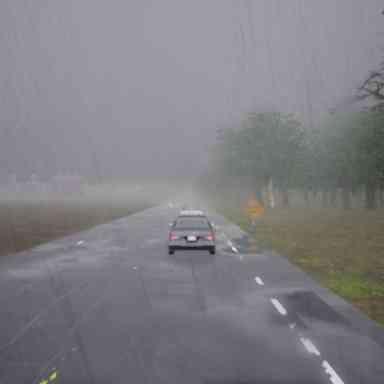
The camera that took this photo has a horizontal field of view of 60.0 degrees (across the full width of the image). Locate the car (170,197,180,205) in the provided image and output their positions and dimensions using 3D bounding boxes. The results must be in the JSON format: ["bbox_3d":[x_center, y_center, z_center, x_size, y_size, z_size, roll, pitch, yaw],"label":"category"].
[{"bbox_3d":[-3.527,1.898,70.980,1.882,1.535,5.008,0,0,0],"label":"car"}]

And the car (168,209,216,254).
[{"bbox_3d":[-0.004,1.662,13.975,2.033,1.411,5.357,0,0,0],"label":"car"}]

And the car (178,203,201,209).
[{"bbox_3d":[-0.009,1.821,29.100,1.895,1.301,4.718,0,0,0],"label":"car"}]

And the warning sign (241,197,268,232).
[{"bbox_3d":[3.568,1.269,19.177,1.300,1.860,1.060,2,1,0],"label":"warning sign"}]
